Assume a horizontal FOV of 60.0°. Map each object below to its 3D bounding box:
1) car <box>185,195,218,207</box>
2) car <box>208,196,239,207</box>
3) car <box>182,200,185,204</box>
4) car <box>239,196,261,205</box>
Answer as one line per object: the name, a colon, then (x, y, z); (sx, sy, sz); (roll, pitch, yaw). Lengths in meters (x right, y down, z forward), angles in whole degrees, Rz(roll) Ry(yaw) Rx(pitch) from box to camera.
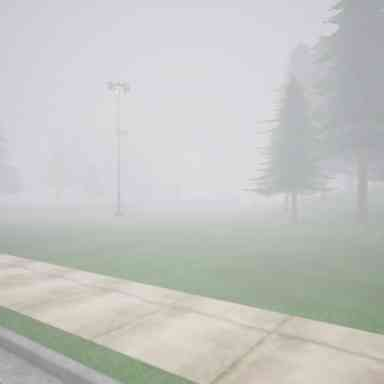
car: (1.705, 1.634, 53.945); (2.033, 1.411, 5.357); (0, 0, 37)
car: (4.952, 1.677, 52.429); (1.895, 1.301, 4.718); (0, 0, 37)
car: (0.445, 1.644, 58.164); (2.033, 1.411, 5.357); (0, 0, 37)
car: (10.749, 1.429, 60.462); (2.097, 1.767, 4.553); (0, 0, 36)
